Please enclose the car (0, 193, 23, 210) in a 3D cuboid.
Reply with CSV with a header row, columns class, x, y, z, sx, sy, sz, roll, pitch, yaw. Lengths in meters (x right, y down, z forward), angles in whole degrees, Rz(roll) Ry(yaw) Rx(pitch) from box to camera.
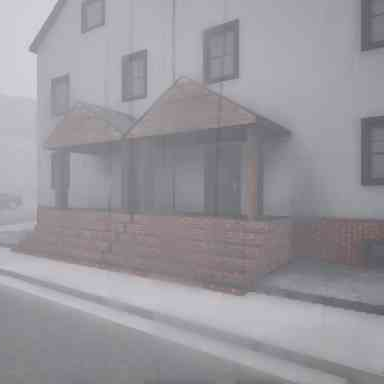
class,x,y,z,sx,sy,sz,roll,pitch,yaw
car,-16.157,0.891,26.523,1.837,1.490,4.892,0,7,35
